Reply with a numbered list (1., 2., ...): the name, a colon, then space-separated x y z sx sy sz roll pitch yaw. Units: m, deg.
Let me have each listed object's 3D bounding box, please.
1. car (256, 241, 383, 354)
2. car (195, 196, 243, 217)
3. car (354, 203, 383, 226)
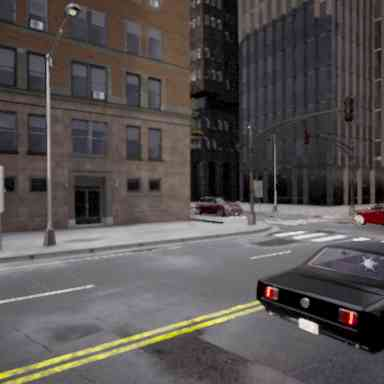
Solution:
1. car: 3.417 1.549 5.879 4.718 1.301 1.895 -1 0 -35
2. car: 2.271 1.181 28.555 2.097 1.767 4.553 -1 0 -36
3. car: 11.392 1.301 18.960 1.882 1.535 5.008 1 0 -8
